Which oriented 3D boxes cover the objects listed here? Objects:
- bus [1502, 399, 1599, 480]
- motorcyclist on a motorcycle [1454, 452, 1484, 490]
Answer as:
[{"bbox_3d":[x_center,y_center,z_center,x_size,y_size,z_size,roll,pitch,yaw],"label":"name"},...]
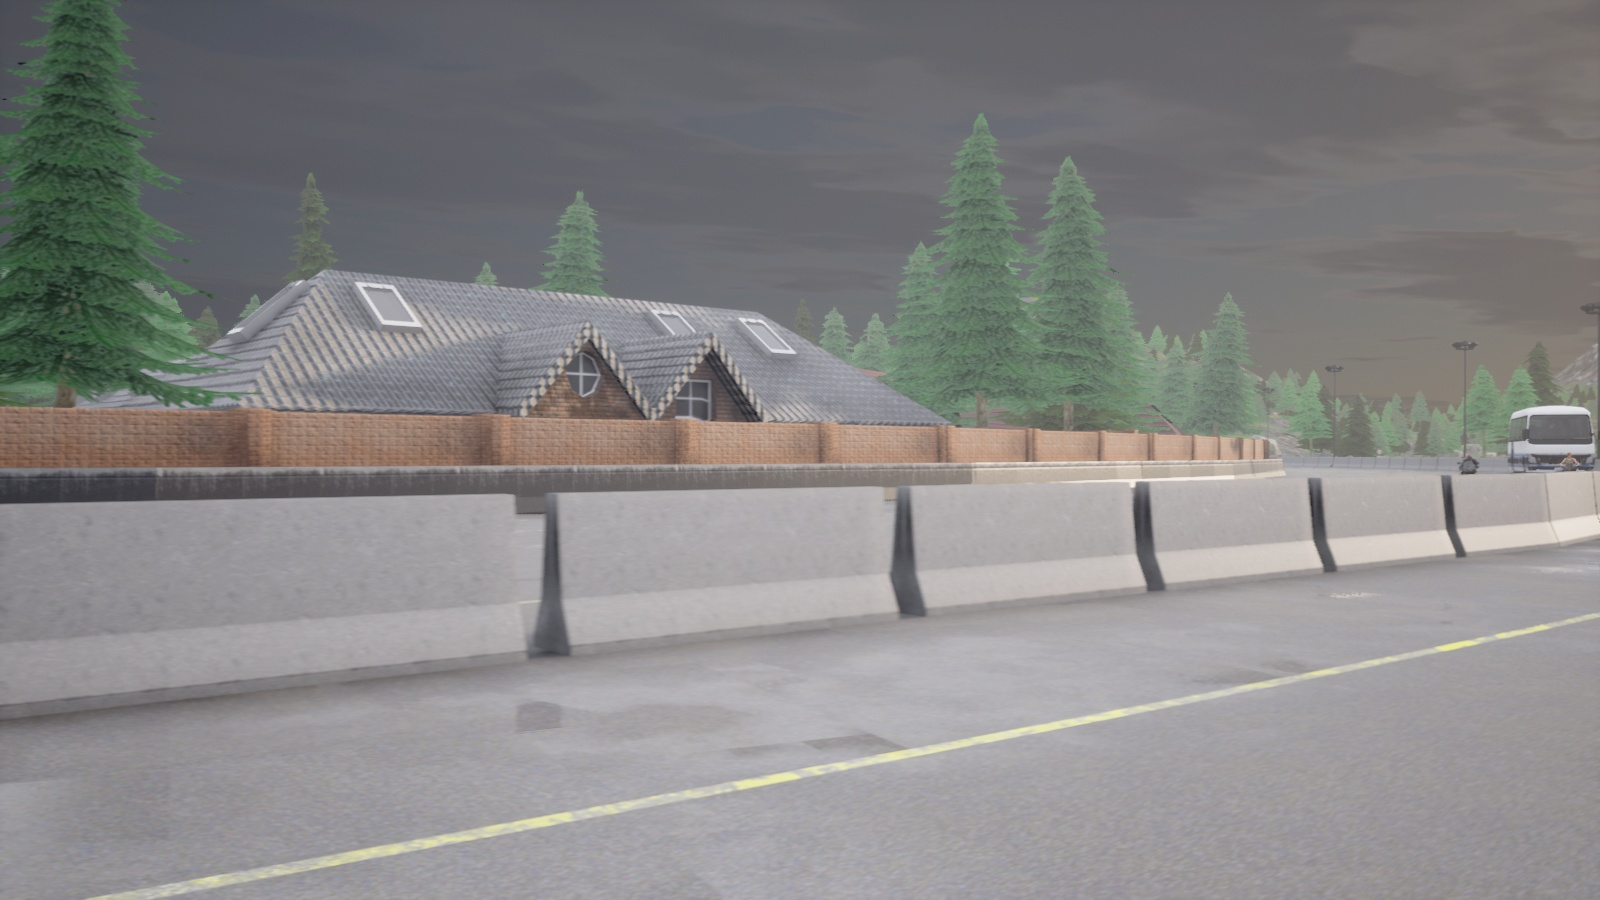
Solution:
[{"bbox_3d":[42.865,-0.534,71.732,3.944,4.253,10.273,0,0,24],"label":"bus"},{"bbox_3d":[27.909,0.859,52.352,0.866,1.530,2.191,-1,-1,34],"label":"motorcyclist on a motorcycle"}]
